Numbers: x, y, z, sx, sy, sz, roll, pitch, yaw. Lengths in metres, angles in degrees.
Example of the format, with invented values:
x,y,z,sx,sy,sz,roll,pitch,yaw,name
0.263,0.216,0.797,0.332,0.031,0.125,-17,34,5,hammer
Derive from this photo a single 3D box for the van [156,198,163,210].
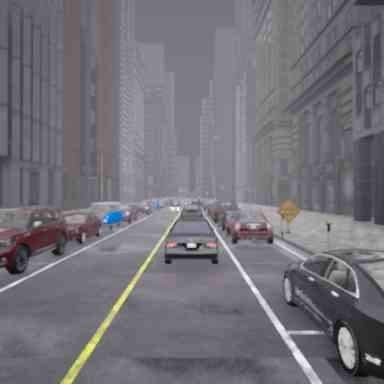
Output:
x,y,z,sx,sy,sz,roll,pitch,yaw,name
-5.828,1.846,50.528,1.690,1.788,3.998,0,-1,0,van

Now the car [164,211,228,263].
x,y,z,sx,sy,sz,roll,pitch,yaw,name
-0.008,1.674,12.502,2.033,1.411,5.357,0,-1,0,car

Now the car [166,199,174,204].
x,y,z,sx,sy,sz,roll,pitch,yaw,name
-5.875,2.479,89.980,1.947,1.339,4.313,0,-1,0,car

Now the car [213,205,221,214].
x,y,z,sx,sy,sz,roll,pitch,yaw,name
2.732,1.790,22.363,1.947,1.339,4.313,0,-1,0,car

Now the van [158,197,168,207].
x,y,z,sx,sy,sz,roll,pitch,yaw,name
-5.849,2.019,67.436,1.690,1.788,3.998,0,-1,0,van

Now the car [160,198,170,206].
x,y,z,sx,sy,sz,roll,pitch,yaw,name
-5.855,2.177,73.071,1.967,1.590,4.097,0,-1,0,car

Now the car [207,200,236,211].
x,y,z,sx,sy,sz,roll,pitch,yaw,name
2.725,1.596,28.002,2.192,1.841,5.009,0,-1,0,car

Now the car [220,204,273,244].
x,y,z,sx,sy,sz,roll,pitch,yaw,name
2.739,1.608,16.728,1.967,1.590,4.097,0,-1,0,car

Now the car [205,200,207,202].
x,y,z,sx,sy,sz,roll,pitch,yaw,name
2.712,1.959,39.272,1.947,1.339,4.313,0,-1,0,car

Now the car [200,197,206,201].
x,y,z,sx,sy,sz,roll,pitch,yaw,name
2.697,1.946,50.544,1.967,1.590,4.097,0,-1,0,car

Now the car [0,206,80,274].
x,y,z,sx,sy,sz,roll,pitch,yaw,name
-5.780,1.426,11.073,2.192,1.841,5.009,0,-1,0,car

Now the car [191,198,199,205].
x,y,z,sx,sy,sz,roll,pitch,yaw,name
0.798,2.323,83.420,1.882,1.535,5.008,0,-1,0,car

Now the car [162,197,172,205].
x,y,z,sx,sy,sz,roll,pitch,yaw,name
-5.863,2.110,78.710,2.192,1.841,5.009,0,-1,0,car

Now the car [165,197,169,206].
x,y,z,sx,sy,sz,roll,pitch,yaw,name
-5.841,2.170,61.798,2.008,1.369,4.403,0,-1,0,car

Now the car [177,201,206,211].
x,y,z,sx,sy,sz,roll,pitch,yaw,name
-0.017,1.792,28.487,1.837,1.490,4.892,0,0,0,car

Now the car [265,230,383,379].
x,y,z,sx,sy,sz,roll,pitch,yaw,name
2.753,1.607,5.455,2.008,1.369,4.403,0,-1,0,car

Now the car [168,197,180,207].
x,y,z,sx,sy,sz,roll,pitch,yaw,name
-3.105,2.145,64.559,2.128,1.511,4.902,0,-1,1,car

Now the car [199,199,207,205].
x,y,z,sx,sy,sz,roll,pitch,yaw,name
2.663,2.379,78.723,1.802,1.307,4.206,0,-1,0,car

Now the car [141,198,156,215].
x,y,z,sx,sy,sz,roll,pitch,yaw,name
-5.814,1.832,39.254,1.967,1.590,4.097,0,-1,0,car

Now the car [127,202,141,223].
x,y,z,sx,sy,sz,roll,pitch,yaw,name
-5.800,1.719,27.981,1.967,1.590,4.097,0,-1,0,car

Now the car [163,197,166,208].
x,y,z,sx,sy,sz,roll,pitch,yaw,name
-5.834,2.085,55.992,1.752,1.417,4.829,0,-1,0,car

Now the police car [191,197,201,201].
x,y,z,sx,sy,sz,roll,pitch,yaw,name
0.817,2.105,67.532,1.930,1.638,5.238,0,-1,0,police car

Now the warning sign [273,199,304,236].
x,y,z,sx,sy,sz,roll,pitch,yaw,name
5.049,1.291,17.428,1.300,1.860,1.060,0,0,0,warning sign

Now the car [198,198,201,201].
x,y,z,sx,sy,sz,roll,pitch,yaw,name
2.684,2.186,61.815,1.947,1.339,4.313,0,-1,0,car

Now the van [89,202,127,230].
x,y,z,sx,sy,sz,roll,pitch,yaw,name
-5.794,1.564,22.346,1.690,1.788,3.998,0,-1,0,van

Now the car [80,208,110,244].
x,y,z,sx,sy,sz,roll,pitch,yaw,name
-5.786,1.712,16.707,1.887,1.381,4.507,0,-1,0,car

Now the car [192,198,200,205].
x,y,z,sx,sy,sz,roll,pitch,yaw,name
0.805,2.240,77.611,1.801,1.575,5.366,0,-1,0,car
